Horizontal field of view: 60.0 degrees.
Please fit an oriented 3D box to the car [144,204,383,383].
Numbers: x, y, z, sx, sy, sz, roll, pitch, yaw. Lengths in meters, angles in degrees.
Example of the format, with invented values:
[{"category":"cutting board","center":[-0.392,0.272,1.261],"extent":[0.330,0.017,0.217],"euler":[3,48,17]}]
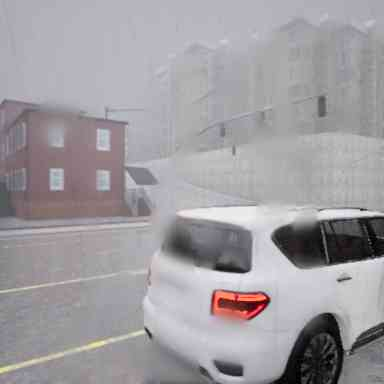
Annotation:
[{"category":"car","center":[1.985,1.217,5.192],"extent":[5.566,2.045,2.150],"euler":[0,0,-35]}]
